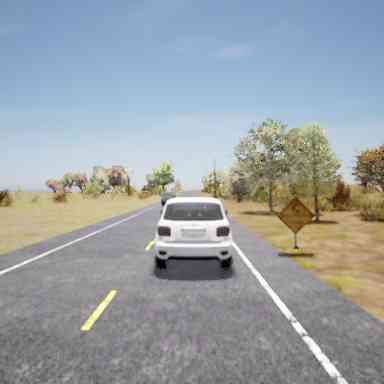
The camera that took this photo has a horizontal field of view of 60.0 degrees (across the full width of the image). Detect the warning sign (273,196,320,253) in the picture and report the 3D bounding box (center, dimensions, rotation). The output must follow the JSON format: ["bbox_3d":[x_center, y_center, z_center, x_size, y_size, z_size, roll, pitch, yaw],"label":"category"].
[{"bbox_3d":[3.556,1.084,11.450,1.300,1.860,1.060,0,0,0],"label":"warning sign"}]

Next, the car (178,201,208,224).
[{"bbox_3d":[0.069,1.475,25.201,2.033,1.411,5.357,0,0,1],"label":"car"}]

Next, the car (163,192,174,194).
[{"bbox_3d":[-3.532,1.052,51.263,2.150,2.045,5.566,0,0,0],"label":"car"}]

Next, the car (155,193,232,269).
[{"bbox_3d":[0.063,1.190,11.225,2.150,2.045,5.566,0,0,1],"label":"car"}]
